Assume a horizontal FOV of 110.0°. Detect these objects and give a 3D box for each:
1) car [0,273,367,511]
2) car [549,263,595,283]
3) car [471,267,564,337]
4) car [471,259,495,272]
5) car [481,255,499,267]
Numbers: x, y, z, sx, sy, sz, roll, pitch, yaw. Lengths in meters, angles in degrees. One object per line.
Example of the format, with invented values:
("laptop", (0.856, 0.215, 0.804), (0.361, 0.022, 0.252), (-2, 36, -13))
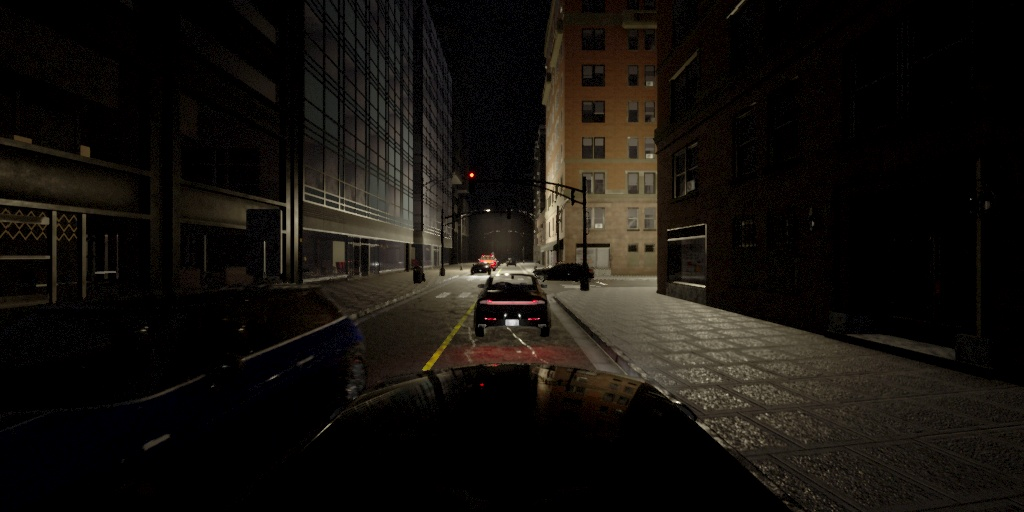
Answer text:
("car", (-3.055, 1.101, 3.029), (2.097, 1.767, 4.553), (0, 0, 0))
("car", (3.885, 1.251, 26.960), (4.674, 1.442, 1.812), (0, 0, 14))
("car", (0.016, 1.240, 10.256), (2.128, 1.511, 4.902), (0, 0, 0))
("car", (-3.210, 1.290, 38.129), (1.994, 1.385, 4.181), (0, 0, 0))
("car", (-3.232, 0.940, 47.548), (2.150, 2.045, 5.566), (0, 0, 0))
